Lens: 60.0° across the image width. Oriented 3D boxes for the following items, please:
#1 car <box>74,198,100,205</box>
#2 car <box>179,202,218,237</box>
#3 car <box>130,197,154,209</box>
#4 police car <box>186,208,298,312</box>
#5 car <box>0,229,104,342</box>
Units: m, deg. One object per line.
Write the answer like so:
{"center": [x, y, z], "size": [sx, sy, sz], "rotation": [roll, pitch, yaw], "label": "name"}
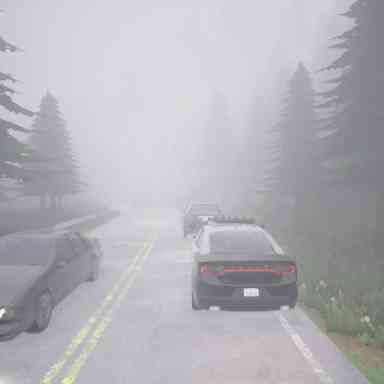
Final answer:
{"center": [-17.586, 1.804, 55.338], "size": [4.902, 1.511, 2.128], "rotation": [-3, 3, 27], "label": "car"}
{"center": [0.532, 1.325, 17.918], "size": [2.097, 1.767, 4.553], "rotation": [0, 0, -3], "label": "car"}
{"center": [-6.993, 1.490, 46.062], "size": [1.837, 1.490, 4.892], "rotation": [-3, 1, -35], "label": "car"}
{"center": [0.906, 1.414, 7.947], "size": [1.930, 1.638, 5.238], "rotation": [0, 0, -1], "label": "police car"}
{"center": [-3.308, 1.544, 7.018], "size": [2.033, 1.411, 5.357], "rotation": [0, 0, -1], "label": "car"}
